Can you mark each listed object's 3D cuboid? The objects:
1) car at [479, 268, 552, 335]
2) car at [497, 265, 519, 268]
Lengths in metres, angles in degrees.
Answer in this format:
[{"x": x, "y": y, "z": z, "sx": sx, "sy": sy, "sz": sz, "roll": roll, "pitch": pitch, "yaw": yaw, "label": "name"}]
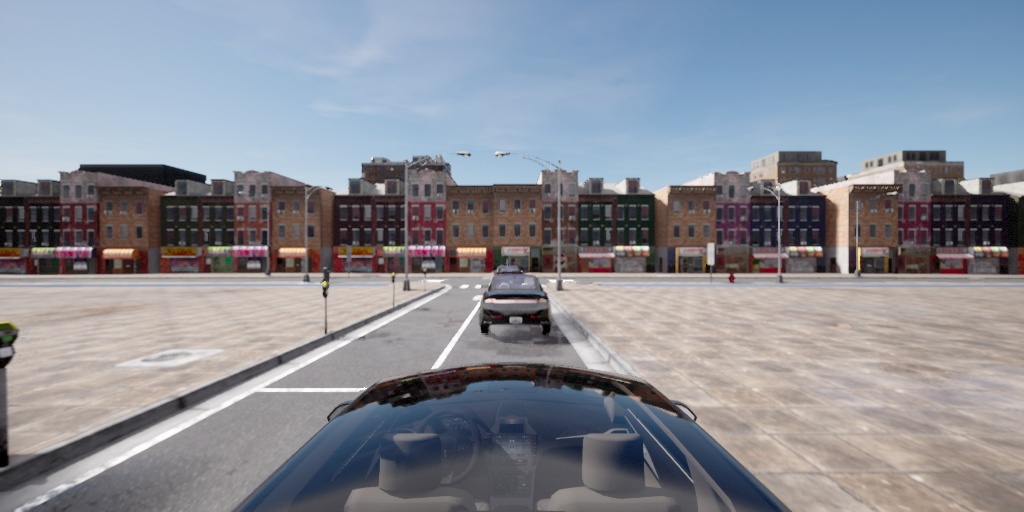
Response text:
[{"x": 0.084, "y": 1.288, "z": 10.738, "sx": 2.128, "sy": 1.511, "sz": 4.902, "roll": 0, "pitch": 0, "yaw": 0, "label": "car"}, {"x": -0.312, "y": 1.362, "z": 23.931, "sx": 2.128, "sy": 1.511, "sz": 4.902, "roll": 0, "pitch": 0, "yaw": -5, "label": "car"}]
